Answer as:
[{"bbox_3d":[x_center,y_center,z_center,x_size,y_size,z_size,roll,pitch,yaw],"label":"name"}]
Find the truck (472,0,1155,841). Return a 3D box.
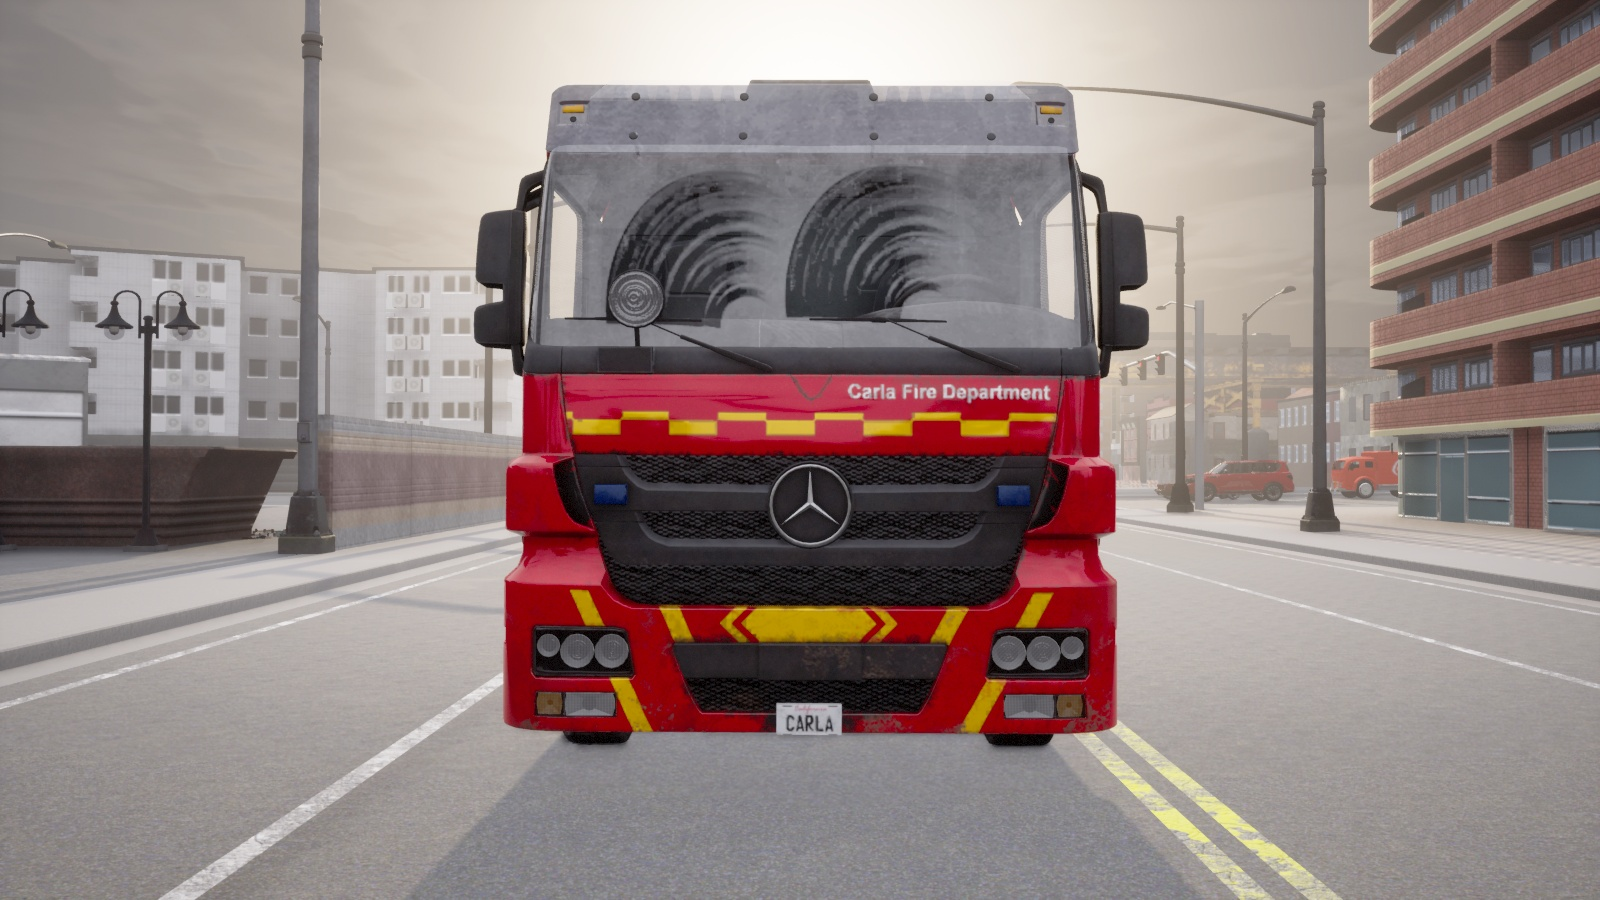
[{"bbox_3d":[0.070,-0.190,9.582,2.891,3.827,8.468,0,-1,0],"label":"truck"}]

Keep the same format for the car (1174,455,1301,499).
[{"bbox_3d":[21.796,1.356,62.725,5.566,2.045,2.150,-1,-1,2],"label":"car"}]

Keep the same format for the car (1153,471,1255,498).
[{"bbox_3d":[21.271,1.809,66.245,4.718,1.301,1.895,-1,-1,1],"label":"car"}]

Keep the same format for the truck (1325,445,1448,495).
[{"bbox_3d":[30.774,1.042,66.015,5.204,2.467,2.627,-1,-1,1],"label":"truck"}]
